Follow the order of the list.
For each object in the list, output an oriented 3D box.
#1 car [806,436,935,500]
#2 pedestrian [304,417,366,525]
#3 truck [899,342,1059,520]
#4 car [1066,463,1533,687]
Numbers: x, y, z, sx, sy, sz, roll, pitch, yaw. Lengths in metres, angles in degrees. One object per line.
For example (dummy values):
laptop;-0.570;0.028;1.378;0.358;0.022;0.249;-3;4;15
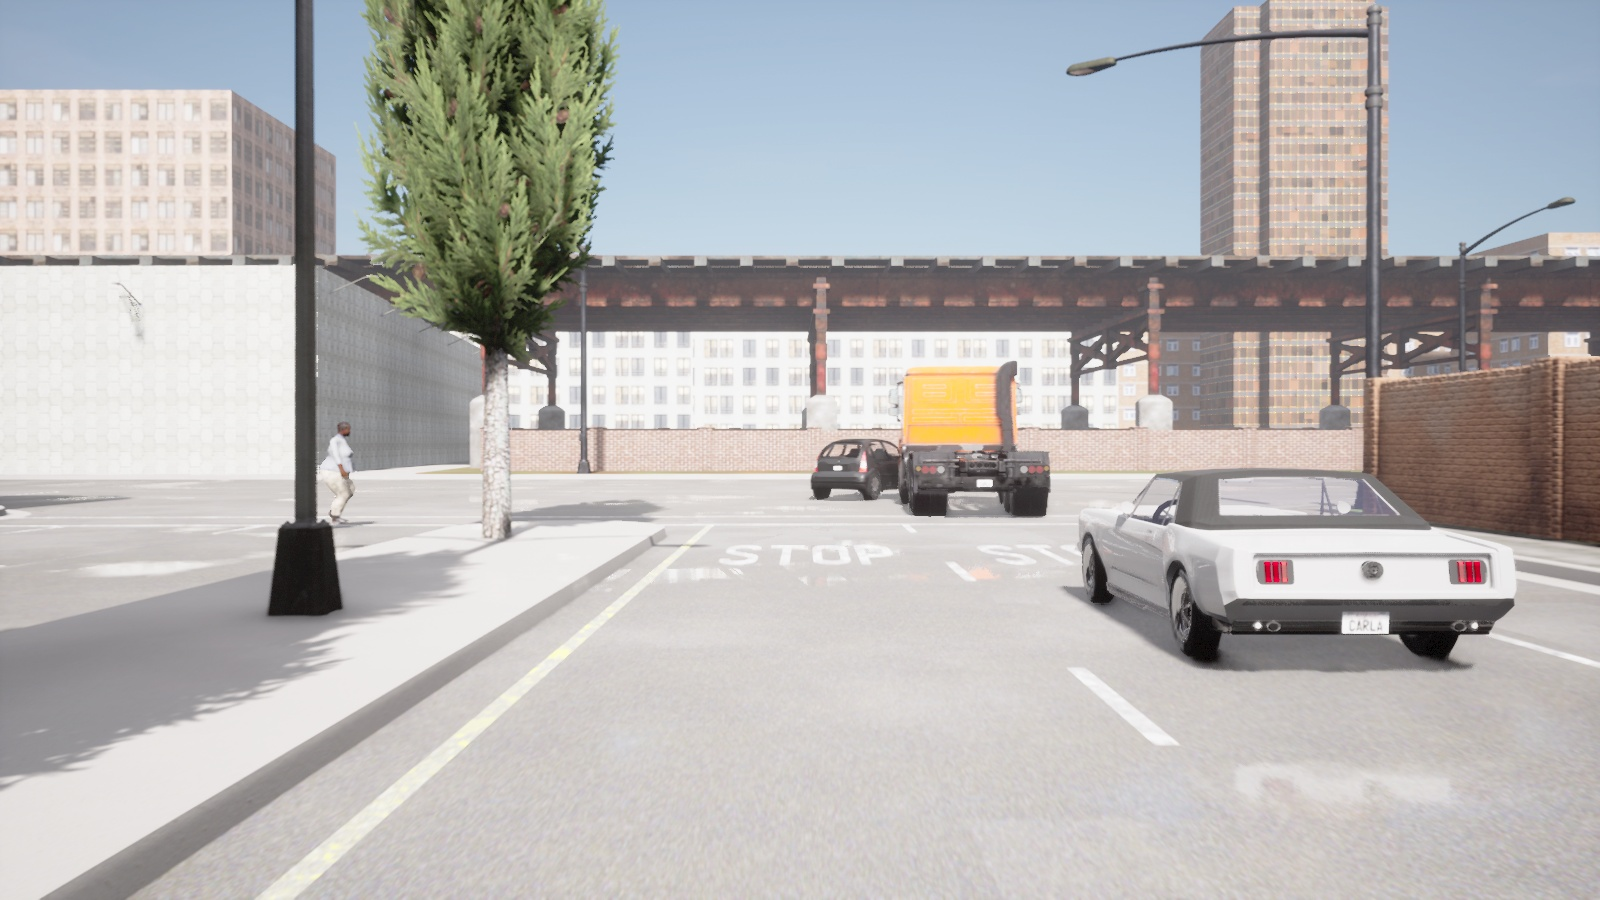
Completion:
car;1.972;0.454;34.085;1.851;1.617;3.988;0;0;31
pedestrian;-8.127;0.361;21.996;0.900;1.855;0.874;0;0;-12
truck;3.802;-0.393;28.489;2.891;3.462;7.936;0;0;3
car;3.573;0.793;10.089;1.895;1.301;4.718;0;0;0
